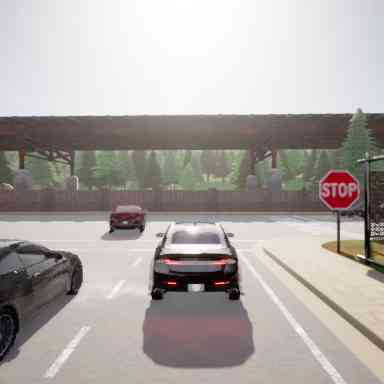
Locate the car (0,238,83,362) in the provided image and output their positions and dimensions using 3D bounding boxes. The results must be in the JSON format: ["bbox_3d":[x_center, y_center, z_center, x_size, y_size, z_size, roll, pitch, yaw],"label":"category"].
[{"bbox_3d":[-3.400,1.526,5.700,1.812,1.442,4.674,0,0,0],"label":"car"}]

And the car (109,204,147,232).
[{"bbox_3d":[-3.775,1.477,19.972,1.882,1.535,5.008,0,0,-6],"label":"car"}]

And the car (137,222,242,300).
[{"bbox_3d":[0.078,1.491,8.351,2.128,1.511,4.902,0,0,0],"label":"car"}]

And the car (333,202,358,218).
[{"bbox_3d":[15.628,1.547,29.970,5.357,1.411,2.033,0,0,1],"label":"car"}]
